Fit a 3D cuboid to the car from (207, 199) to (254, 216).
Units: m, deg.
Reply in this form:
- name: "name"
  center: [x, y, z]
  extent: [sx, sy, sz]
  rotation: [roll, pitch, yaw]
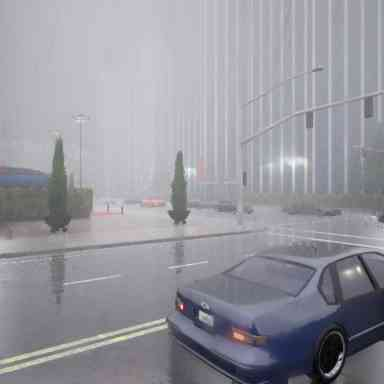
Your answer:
- name: "car"
  center: [4.048, 1.505, 33.207]
  extent: [1.837, 1.490, 4.892]
  rotation: [0, 0, -36]

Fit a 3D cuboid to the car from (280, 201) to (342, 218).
- name: "car"
  center: [10.724, 1.547, 30.335]
  extent: [2.033, 1.411, 5.357]
  rotation: [0, 0, -40]

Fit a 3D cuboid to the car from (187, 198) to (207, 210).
- name: "car"
  center: [0.965, 1.526, 43.431]
  extent: [1.812, 1.442, 4.674]
  rotation: [0, 0, -36]

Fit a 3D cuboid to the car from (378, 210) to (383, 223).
- name: "car"
  center: [13.752, 1.526, 19.985]
  extent: [1.812, 1.442, 4.674]
  rotation: [0, 0, -36]

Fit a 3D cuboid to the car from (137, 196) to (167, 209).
- name: "car"
  center: [-5.376, 1.351, 46.223]
  extent: [2.097, 1.767, 4.553]
  rotation: [0, 0, -36]

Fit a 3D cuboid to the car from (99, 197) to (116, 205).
- name: "car"
  center: [-15.286, 1.563, 60.054]
  extent: [1.812, 1.442, 4.674]
  rotation: [0, 0, -36]

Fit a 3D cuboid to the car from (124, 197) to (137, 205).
- name: "car"
  center: [-10.458, 1.564, 59.293]
  extent: [1.994, 1.385, 4.181]
  rotation: [0, 0, -35]

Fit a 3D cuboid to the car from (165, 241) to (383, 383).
- name: "car"
  center: [2.224, 1.547, 5.389]
  extent: [5.357, 1.411, 2.033]
  rotation: [0, 0, -35]
